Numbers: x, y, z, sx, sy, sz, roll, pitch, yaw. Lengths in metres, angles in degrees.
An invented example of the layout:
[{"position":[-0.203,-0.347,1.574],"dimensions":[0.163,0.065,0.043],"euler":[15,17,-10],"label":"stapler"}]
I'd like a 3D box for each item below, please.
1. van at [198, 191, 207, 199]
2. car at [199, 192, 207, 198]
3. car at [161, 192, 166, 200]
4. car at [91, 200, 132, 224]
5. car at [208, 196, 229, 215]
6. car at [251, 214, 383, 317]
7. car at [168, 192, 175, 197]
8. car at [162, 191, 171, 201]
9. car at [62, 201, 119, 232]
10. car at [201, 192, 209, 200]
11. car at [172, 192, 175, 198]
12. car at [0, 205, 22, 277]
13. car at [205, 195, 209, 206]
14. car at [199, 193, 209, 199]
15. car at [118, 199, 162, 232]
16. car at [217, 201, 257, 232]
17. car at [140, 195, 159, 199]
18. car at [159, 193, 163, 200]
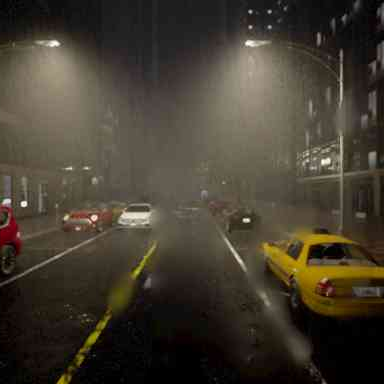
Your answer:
[{"position":[2.722,0.745,69.635],"dimensions":[1.690,1.788,3.998],"euler":[1,1,0],"label":"van"},{"position":[2.724,0.804,86.658],"dimensions":[1.947,1.339,4.313],"euler":[1,1,0],"label":"car"},{"position":[-5.667,1.115,52.641],"dimensions":[2.008,1.369,4.403],"euler":[1,1,0],"label":"car"},{"position":[-5.676,1.335,24.094],"dimensions":[1.752,1.417,4.829],"euler":[1,0,0],"label":"car"},{"position":[2.706,1.307,29.917],"dimensions":[1.887,1.381,4.507],"euler":[1,0,0],"label":"car"},{"position":[2.699,1.469,7.388],"dimensions":[1.752,1.417,4.829],"euler":[1,0,0],"label":"car"},{"position":[-5.654,0.726,92.366],"dimensions":[1.887,1.381,4.507],"euler":[1,1,0],"label":"car"},{"position":[-5.662,0.899,63.989],"dimensions":[1.967,1.590,4.097],"euler":[1,1,0],"label":"car"},{"position":[-5.677,1.295,18.587],"dimensions":[1.967,1.590,4.097],"euler":[1,0,0],"label":"car"},{"position":[2.712,1.161,46.938],"dimensions":[1.887,1.381,4.507],"euler":[1,1,0],"label":"car"},{"position":[-5.658,0.860,81.016],"dimensions":[1.947,1.339,4.313],"euler":[1,1,0],"label":"car"},{"position":[-5.679,1.260,7.236],"dimensions":[2.192,1.841,5.009],"euler":[1,0,0],"label":"car"},{"position":[2.708,1.296,35.590],"dimensions":[1.802,1.307,4.206],"euler":[1,1,0],"label":"car"},{"position":[2.721,0.900,75.311],"dimensions":[2.008,1.369,4.403],"euler":[1,1,0],"label":"car"},{"position":[-2.996,1.375,19.247],"dimensions":[1.812,1.442,4.674],"euler":[0,0,0],"label":"car"},{"position":[2.702,1.421,18.568],"dimensions":[1.947,1.339,4.313],"euler":[1,0,0],"label":"car"},{"position":[-5.671,1.232,41.290],"dimensions":[1.947,1.339,4.313],"euler":[1,0,0],"label":"car"},{"position":[-5.669,1.161,46.964],"dimensions":[1.887,1.381,4.507],"euler":[1,1,0],"label":"car"}]
